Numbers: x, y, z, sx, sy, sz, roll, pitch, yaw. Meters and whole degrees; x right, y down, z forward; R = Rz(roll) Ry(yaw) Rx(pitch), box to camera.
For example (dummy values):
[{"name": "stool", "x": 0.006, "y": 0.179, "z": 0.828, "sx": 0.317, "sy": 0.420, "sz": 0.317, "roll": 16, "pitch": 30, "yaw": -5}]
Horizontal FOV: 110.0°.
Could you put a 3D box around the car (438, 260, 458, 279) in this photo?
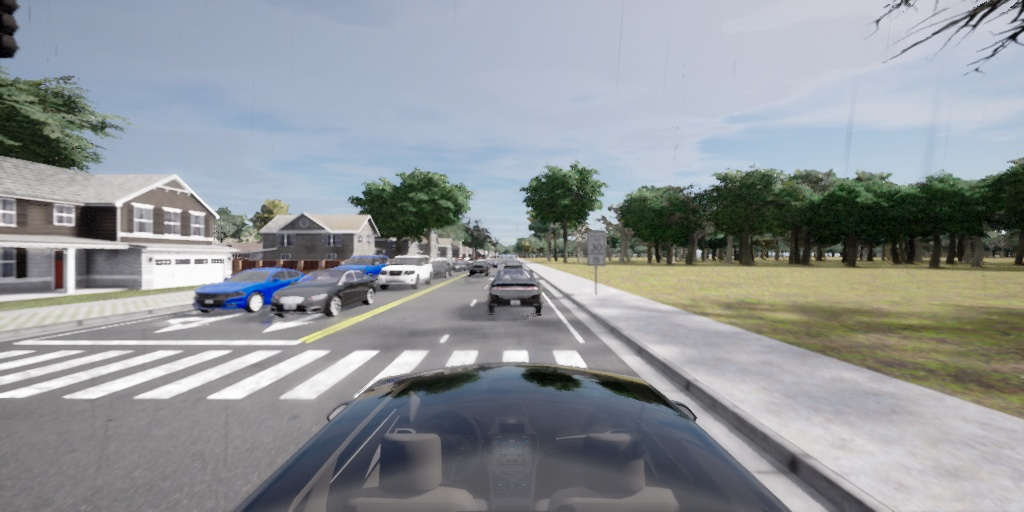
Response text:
[{"name": "car", "x": -6.543, "y": 1.231, "z": 32.826, "sx": 1.837, "sy": 1.490, "sz": 4.892, "roll": 0, "pitch": 0, "yaw": 1}]

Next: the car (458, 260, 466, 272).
[{"name": "car", "x": -6.518, "y": 1.207, "z": 45.242, "sx": 2.128, "sy": 1.511, "sz": 4.902, "roll": 0, "pitch": 0, "yaw": 0}]

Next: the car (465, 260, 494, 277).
[{"name": "car", "x": -3.139, "y": 1.228, "z": 35.499, "sx": 1.837, "sy": 1.490, "sz": 4.892, "roll": 0, "pitch": 0, "yaw": 0}]

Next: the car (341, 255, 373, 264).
[{"name": "car", "x": -9.832, "y": 0.955, "z": 23.996, "sx": 2.150, "sy": 2.045, "sz": 5.566, "roll": 0, "pitch": 0, "yaw": 0}]

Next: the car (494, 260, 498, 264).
[{"name": "car", "x": -3.146, "y": 1.305, "z": 57.225, "sx": 1.895, "sy": 1.301, "sz": 4.718, "roll": 0, "pitch": 0, "yaw": 0}]

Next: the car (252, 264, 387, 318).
[{"name": "car", "x": -6.596, "y": 1.234, "z": 13.105, "sx": 2.128, "sy": 1.511, "sz": 4.902, "roll": 0, "pitch": 0, "yaw": 0}]

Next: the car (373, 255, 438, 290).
[{"name": "car", "x": -6.589, "y": 0.956, "z": 22.961, "sx": 2.150, "sy": 2.045, "sz": 5.566, "roll": 0, "pitch": 0, "yaw": 0}]

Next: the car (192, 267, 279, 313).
[{"name": "car", "x": -9.832, "y": 1.220, "z": 14.191, "sx": 1.882, "sy": 1.535, "sz": 5.008, "roll": 0, "pitch": 0, "yaw": 1}]

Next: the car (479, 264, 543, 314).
[{"name": "car", "x": 0.105, "y": 1.234, "z": 13.617, "sx": 2.128, "sy": 1.511, "sz": 4.902, "roll": 0, "pitch": 0, "yaw": 0}]

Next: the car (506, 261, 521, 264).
[{"name": "car", "x": 0.112, "y": 1.201, "z": 35.612, "sx": 1.882, "sy": 1.535, "sz": 5.008, "roll": 0, "pitch": 0, "yaw": 0}]
